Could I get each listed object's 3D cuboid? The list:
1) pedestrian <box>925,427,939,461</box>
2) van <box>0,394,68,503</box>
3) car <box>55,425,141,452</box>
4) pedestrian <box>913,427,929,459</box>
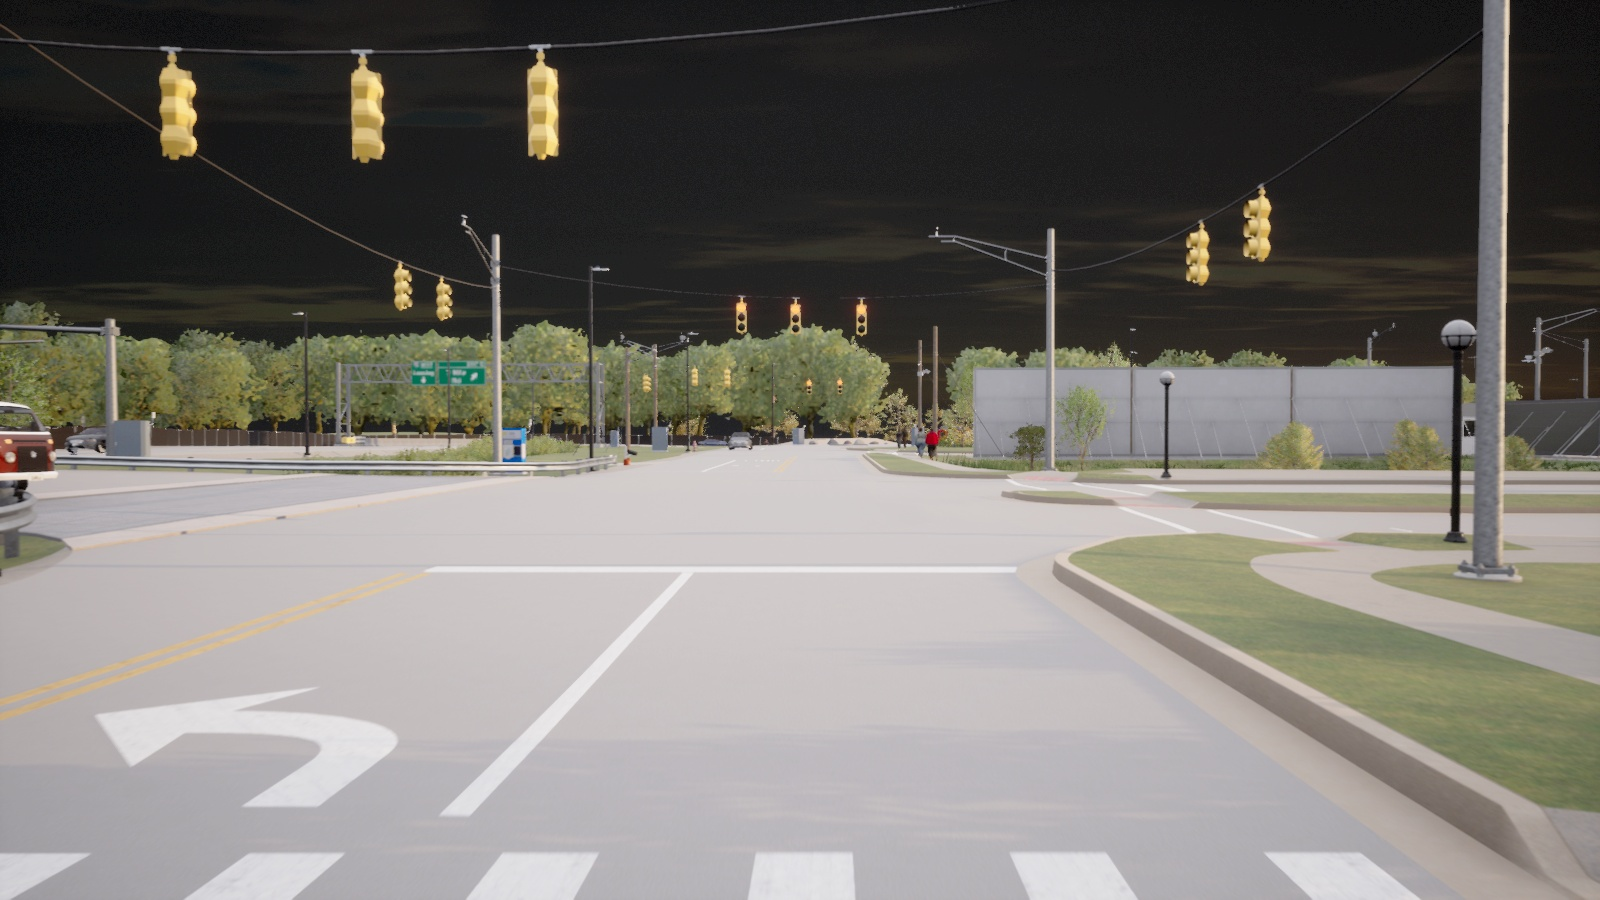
[{"bbox_3d":[7.229,-0.345,68.821,0.634,1.844,0.899,0,2,0],"label":"pedestrian"},{"bbox_3d":[-17.153,-0.039,24.591,4.480,2.038,2.069,0,0,4],"label":"van"},{"bbox_3d":[-40.381,-0.653,72.383,2.128,1.511,4.902,0,0,1],"label":"car"},{"bbox_3d":[7.130,-0.432,74.201,0.874,1.855,0.900,0,2,1],"label":"pedestrian"}]
